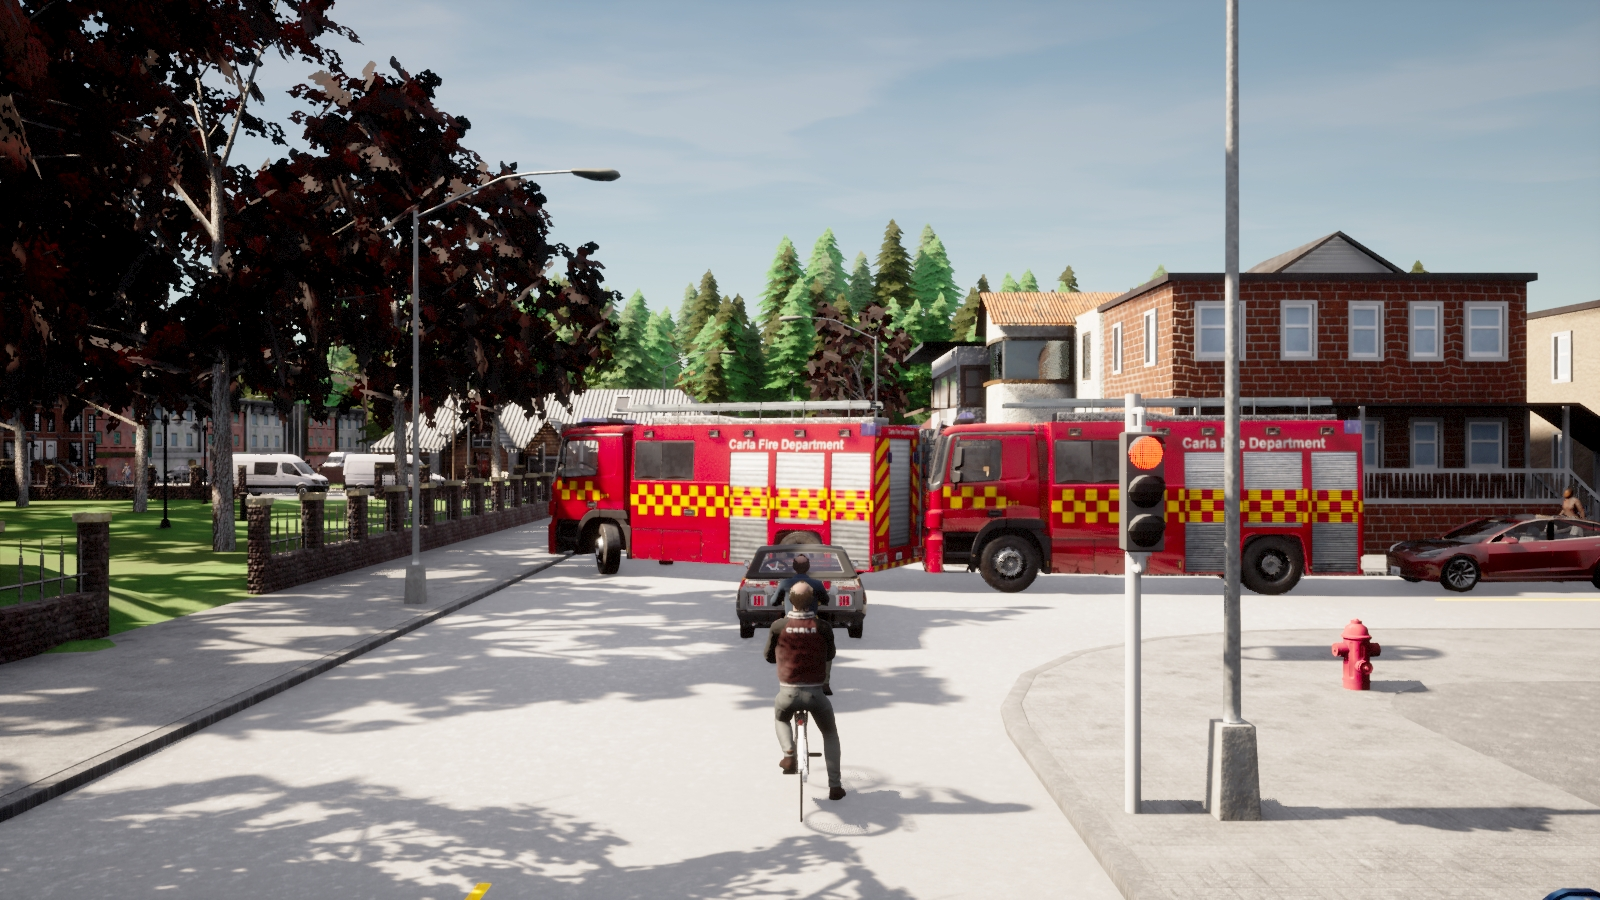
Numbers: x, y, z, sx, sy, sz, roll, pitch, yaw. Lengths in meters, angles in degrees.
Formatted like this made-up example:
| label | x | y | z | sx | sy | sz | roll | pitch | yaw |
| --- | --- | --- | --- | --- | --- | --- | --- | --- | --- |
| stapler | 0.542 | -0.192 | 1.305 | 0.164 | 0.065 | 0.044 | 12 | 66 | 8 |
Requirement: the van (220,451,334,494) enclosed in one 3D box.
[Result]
| label | x | y | z | sx | sy | sz | roll | pitch | yaw |
| --- | --- | --- | --- | --- | --- | --- | --- | --- | --- |
| van | -31.465 | 1.314 | 68.839 | 5.915 | 2.561 | 1.988 | 0 | 0 | 1 |

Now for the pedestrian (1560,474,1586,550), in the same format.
| label | x | y | z | sx | sy | sz | roll | pitch | yaw |
| --- | --- | --- | --- | --- | --- | --- | --- | --- | --- |
| pedestrian | 19.164 | 1.524 | 28.331 | 0.375 | 1.860 | 0.375 | 0 | 0 | -2 |

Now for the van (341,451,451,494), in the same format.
| label | x | y | z | sx | sy | sz | roll | pitch | yaw |
| --- | --- | --- | --- | --- | --- | --- | --- | --- | --- |
| van | -24.299 | 1.314 | 68.785 | 5.915 | 2.561 | 1.988 | 0 | 0 | 1 |

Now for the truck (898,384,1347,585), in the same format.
| label | x | y | z | sx | sy | sz | roll | pitch | yaw |
| --- | --- | --- | --- | --- | --- | --- | --- | --- | --- |
| truck | 6.273 | 0.669 | 23.490 | 8.468 | 3.827 | 2.891 | 0 | 0 | 5 |

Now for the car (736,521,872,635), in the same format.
| label | x | y | z | sx | sy | sz | roll | pitch | yaw |
| --- | --- | --- | --- | --- | --- | --- | --- | --- | --- |
| car | 0.052 | 1.935 | 18.331 | 1.895 | 1.301 | 4.718 | 0 | 0 | 0 |

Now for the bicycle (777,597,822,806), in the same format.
| label | x | y | z | sx | sy | sz | roll | pitch | yaw |
| --- | --- | --- | --- | --- | --- | --- | --- | --- | --- |
| bicycle | -0.005 | 1.940 | 9.200 | 0.329 | 1.271 | 1.835 | 0 | 0 | 0 |

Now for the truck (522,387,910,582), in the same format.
| label | x | y | z | sx | sy | sz | roll | pitch | yaw |
| --- | --- | --- | --- | --- | --- | --- | --- | --- | --- |
| truck | -2.006 | 0.672 | 25.771 | 8.468 | 3.827 | 2.891 | 0 | 0 | 28 |

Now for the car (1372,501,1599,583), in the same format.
| label | x | y | z | sx | sy | sz | roll | pitch | yaw |
| --- | --- | --- | --- | --- | --- | --- | --- | --- | --- |
| car | 14.646 | 1.843 | 23.389 | 4.792 | 1.488 | 2.163 | 0 | 0 | 0 |
